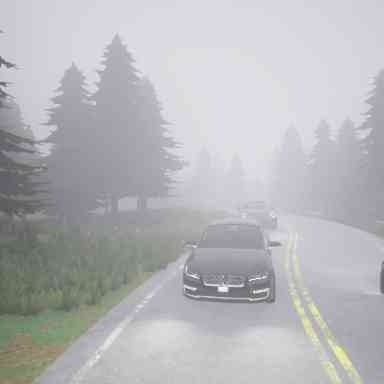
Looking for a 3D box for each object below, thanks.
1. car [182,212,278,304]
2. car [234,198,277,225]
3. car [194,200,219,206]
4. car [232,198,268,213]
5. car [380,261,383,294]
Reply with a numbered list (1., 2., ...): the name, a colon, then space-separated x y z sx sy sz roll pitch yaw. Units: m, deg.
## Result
1. car: 1.077 1.496 8.390 1.837 1.490 4.892 -1 0 12
2. car: 3.843 1.271 20.347 2.097 1.767 4.553 -1 0 5
3. car: 1.846 1.799 44.838 1.812 1.442 4.674 3 -5 -35
4. car: 6.145 1.411 35.720 1.837 1.490 4.892 2 -1 -16
5. car: 4.486 1.309 4.625 2.097 1.767 4.553 -1 0 8
